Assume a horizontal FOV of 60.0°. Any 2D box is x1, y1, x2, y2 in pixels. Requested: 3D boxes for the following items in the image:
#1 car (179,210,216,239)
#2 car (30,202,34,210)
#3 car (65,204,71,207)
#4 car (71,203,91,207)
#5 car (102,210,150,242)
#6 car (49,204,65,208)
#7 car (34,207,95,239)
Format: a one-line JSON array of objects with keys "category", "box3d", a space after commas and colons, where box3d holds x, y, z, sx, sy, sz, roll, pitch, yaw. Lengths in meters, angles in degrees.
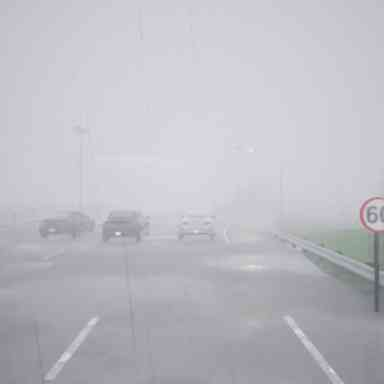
[{"category": "car", "box3d": [0.333, 1.753, 18.640, 1.812, 1.442, 4.674, 0, -1, 4]}, {"category": "car", "box3d": [-31.120, 2.759, 66.189, 2.097, 1.767, 4.553, 0, -2, 1]}, {"category": "car", "box3d": [-30.913, 3.558, 82.394, 2.033, 1.411, 5.357, 0, -2, 1]}, {"category": "car", "box3d": [-27.413, 3.545, 82.350, 2.128, 1.511, 4.902, 0, -2, 1]}, {"category": "car", "box3d": [-3.403, 1.712, 17.713, 1.837, 1.490, 4.892, 0, -1, 0]}, {"category": "car", "box3d": [-27.621, 2.956, 66.107, 1.994, 1.385, 4.181, 0, -2, 1]}, {"category": "car", "box3d": [-6.903, 1.750, 18.715, 1.812, 1.442, 4.674, 0, -1, 0]}]
